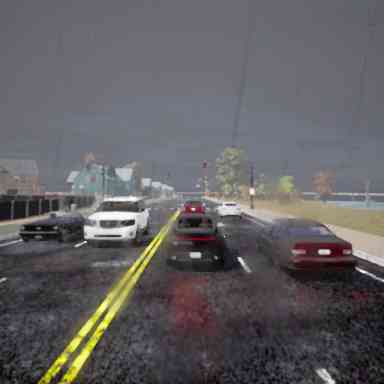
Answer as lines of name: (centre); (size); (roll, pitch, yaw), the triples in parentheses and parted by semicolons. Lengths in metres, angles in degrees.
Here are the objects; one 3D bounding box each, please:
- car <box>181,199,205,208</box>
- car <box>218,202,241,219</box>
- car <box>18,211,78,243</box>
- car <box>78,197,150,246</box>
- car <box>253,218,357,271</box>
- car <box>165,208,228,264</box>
car: (0.106, 1.425, 29.134); (2.097, 1.767, 4.553); (0, 0, 0)
car: (3.356, 1.601, 30.311); (1.812, 1.442, 4.674); (0, 0, 0)
car: (-6.597, 1.639, 16.517); (1.895, 1.301, 4.718); (0, 0, 0)
car: (-3.347, 1.258, 15.951); (2.150, 2.045, 5.566); (0, 0, 0)
car: (3.353, 1.572, 10.940); (2.033, 1.411, 5.357); (0, 0, 0)
car: (0.102, 1.533, 11.857); (1.837, 1.490, 4.892); (0, 0, 0)
